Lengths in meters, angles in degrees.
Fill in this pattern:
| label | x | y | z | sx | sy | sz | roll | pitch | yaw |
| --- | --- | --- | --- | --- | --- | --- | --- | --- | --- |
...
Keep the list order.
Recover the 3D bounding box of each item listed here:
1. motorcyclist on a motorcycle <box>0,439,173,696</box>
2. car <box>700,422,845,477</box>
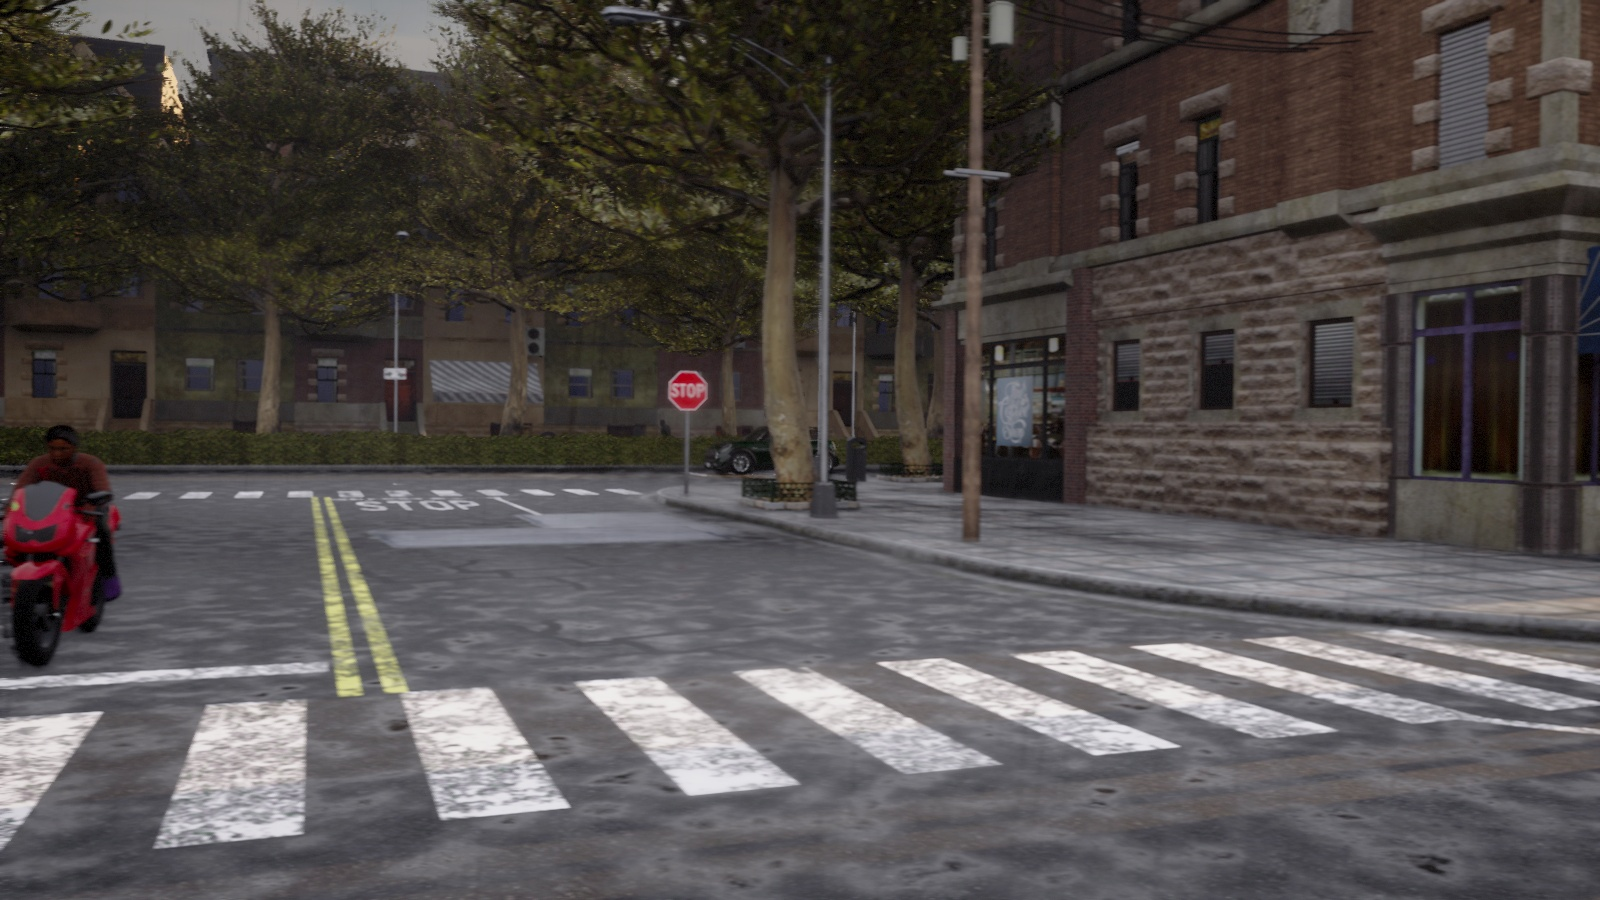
| label | x | y | z | sx | sy | sz | roll | pitch | yaw |
| --- | --- | --- | --- | --- | --- | --- | --- | --- | --- |
| motorcyclist on a motorcycle | -4.893 | 0.692 | 8.547 | 0.797 | 1.523 | 2.044 | -1 | 1 | -18 |
| car | -0.966 | -0.049 | 43.528 | 4.553 | 1.767 | 2.097 | -1 | 1 | -21 |
